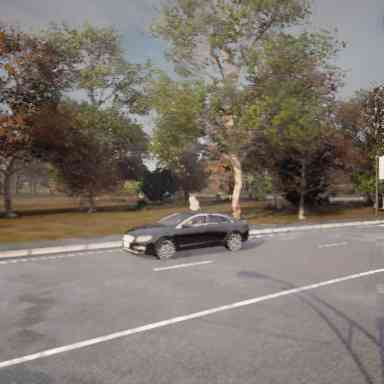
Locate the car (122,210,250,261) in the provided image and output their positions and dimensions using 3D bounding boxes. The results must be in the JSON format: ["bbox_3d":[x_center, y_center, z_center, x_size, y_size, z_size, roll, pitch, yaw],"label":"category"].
[{"bbox_3d":[-0.078,1.451,12.194,4.902,1.511,2.128,0,0,-33],"label":"car"}]
